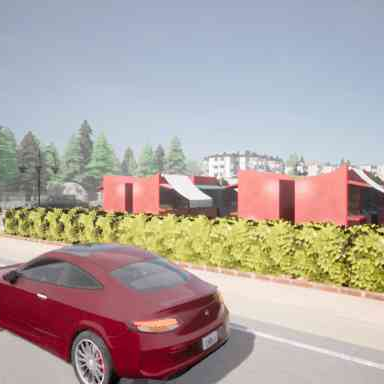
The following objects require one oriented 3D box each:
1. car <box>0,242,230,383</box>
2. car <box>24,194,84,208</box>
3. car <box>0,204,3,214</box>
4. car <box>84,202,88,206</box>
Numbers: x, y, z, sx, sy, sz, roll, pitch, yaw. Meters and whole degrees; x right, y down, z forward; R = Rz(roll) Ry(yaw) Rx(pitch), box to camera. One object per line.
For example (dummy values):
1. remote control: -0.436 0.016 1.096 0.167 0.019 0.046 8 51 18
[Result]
1. car: -1.649 1.526 5.171 4.674 1.442 1.812 0 0 36
2. car: -14.477 1.277 34.375 2.150 2.045 5.566 0 0 36
3. car: -20.748 1.407 31.727 2.097 1.767 4.553 0 0 36
4. car: -14.903 1.533 39.712 1.882 1.535 5.008 0 0 36
